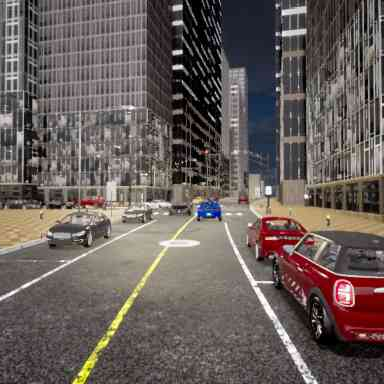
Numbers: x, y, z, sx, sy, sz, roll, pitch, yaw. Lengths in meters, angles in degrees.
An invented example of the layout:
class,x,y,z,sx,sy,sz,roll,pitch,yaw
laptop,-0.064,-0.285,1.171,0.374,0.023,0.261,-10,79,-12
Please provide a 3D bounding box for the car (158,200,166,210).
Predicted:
class,x,y,z,sx,sy,sz,roll,pitch,yaw
car,-4.739,1.693,43.719,4.718,1.301,1.895,-1,-1,32

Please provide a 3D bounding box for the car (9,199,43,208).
class,x,y,z,sx,sy,sz,roll,pitch,yaw
car,-26.036,1.833,52.189,4.403,1.369,2.008,0,-1,13

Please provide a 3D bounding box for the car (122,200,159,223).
class,x,y,z,sx,sy,sz,roll,pitch,yaw
car,-4.130,1.573,25.678,2.008,1.369,4.403,1,0,5

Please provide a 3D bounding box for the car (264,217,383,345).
class,x,y,z,sx,sy,sz,roll,pitch,yaw
car,2.814,1.441,6.340,1.967,1.590,4.097,1,0,2

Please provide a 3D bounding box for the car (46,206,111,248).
class,x,y,z,sx,sy,sz,roll,pitch,yaw
car,-4.881,1.561,14.887,2.008,1.369,4.403,1,0,3

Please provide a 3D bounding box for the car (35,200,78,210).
class,x,y,z,sx,sy,sz,roll,pitch,yaw
car,-16.960,1.637,41.939,4.313,1.339,1.947,0,-1,13

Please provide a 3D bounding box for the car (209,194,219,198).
class,x,y,z,sx,sy,sz,roll,pitch,yaw
car,5.153,1.490,78.779,2.192,1.841,5.009,1,0,14

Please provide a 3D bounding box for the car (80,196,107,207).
class,x,y,z,sx,sy,sz,roll,pitch,yaw
car,-15.149,1.534,49.612,5.009,1.841,2.192,0,-1,13

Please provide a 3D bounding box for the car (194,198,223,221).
class,x,y,z,sx,sy,sz,roll,pitch,yaw
car,1.478,1.494,27.147,1.882,1.535,5.008,0,0,5

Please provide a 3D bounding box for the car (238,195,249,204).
class,x,y,z,sx,sy,sz,roll,pitch,yaw
car,10.076,1.410,65.095,2.192,1.841,5.009,1,0,13

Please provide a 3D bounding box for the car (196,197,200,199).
class,x,y,z,sx,sy,sz,roll,pitch,yaw
car,1.159,1.640,62.540,1.752,1.417,4.829,1,0,12

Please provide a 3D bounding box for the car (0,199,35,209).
class,x,y,z,sx,sy,sz,roll,pitch,yaw
car,-22.401,1.653,43.229,4.403,1.369,2.008,0,-1,13

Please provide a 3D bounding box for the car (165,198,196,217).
class,x,y,z,sx,sy,sz,roll,pitch,yaw
car,-0.959,1.597,31.980,1.994,1.385,4.181,0,0,6

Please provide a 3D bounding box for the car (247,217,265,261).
class,x,y,z,sx,sy,sz,roll,pitch,yaw
car,3.006,1.547,11.979,1.887,1.381,4.507,1,0,3
